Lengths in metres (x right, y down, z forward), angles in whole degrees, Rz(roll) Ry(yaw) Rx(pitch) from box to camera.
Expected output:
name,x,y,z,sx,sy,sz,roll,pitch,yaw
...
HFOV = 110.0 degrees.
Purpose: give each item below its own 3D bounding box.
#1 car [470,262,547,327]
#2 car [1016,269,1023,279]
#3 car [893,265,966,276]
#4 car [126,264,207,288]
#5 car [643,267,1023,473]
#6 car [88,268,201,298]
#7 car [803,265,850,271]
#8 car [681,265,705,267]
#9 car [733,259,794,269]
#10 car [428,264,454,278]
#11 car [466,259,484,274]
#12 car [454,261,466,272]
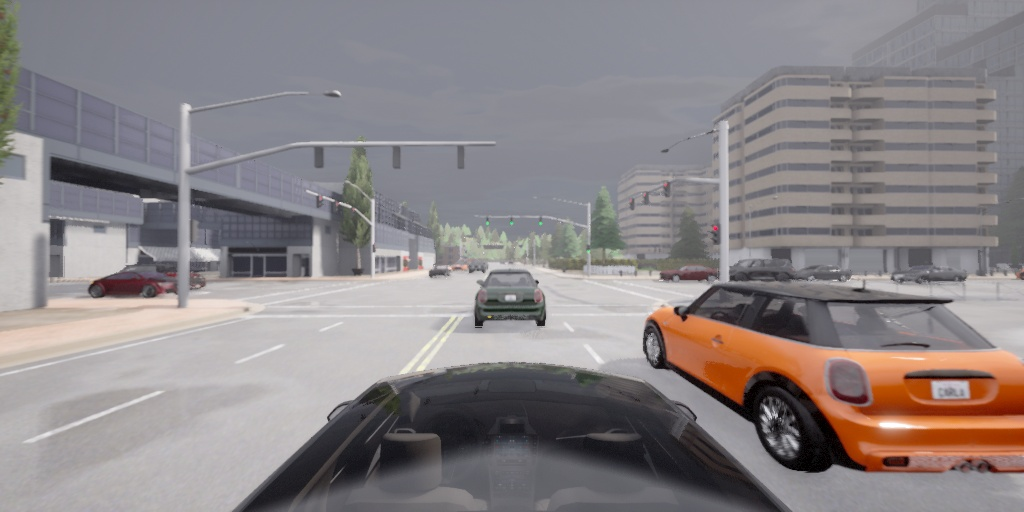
name,x,y,z,sx,sy,sz,roll,pitch,yaw
car,-0.130,1.206,12.096,2.097,1.767,4.553,0,-1,-3
car,49.005,1.397,32.498,4.553,1.767,2.097,0,-1,-1
car,33.141,1.502,28.620,4.902,1.511,2.128,0,-1,-2
car,-22.140,1.316,22.681,4.553,1.767,2.097,0,-1,-1
car,3.564,1.134,5.050,2.097,1.767,4.553,0,-1,0
car,-19.799,1.492,19.233,4.181,1.385,1.994,0,-1,-1
car,27.316,1.547,31.958,4.892,1.490,1.837,-1,-1,-2
car,15.604,1.522,31.623,5.008,1.535,1.882,0,-1,-2
car,19.061,1.231,28.224,5.566,2.045,2.150,0,-1,-2
car,-8.038,1.735,40.089,1.895,1.301,4.718,0,-1,-2
car,-4.942,1.468,51.372,2.150,2.045,5.566,0,-1,-1
car,-8.618,1.675,59.225,2.097,1.767,4.553,0,0,-1
